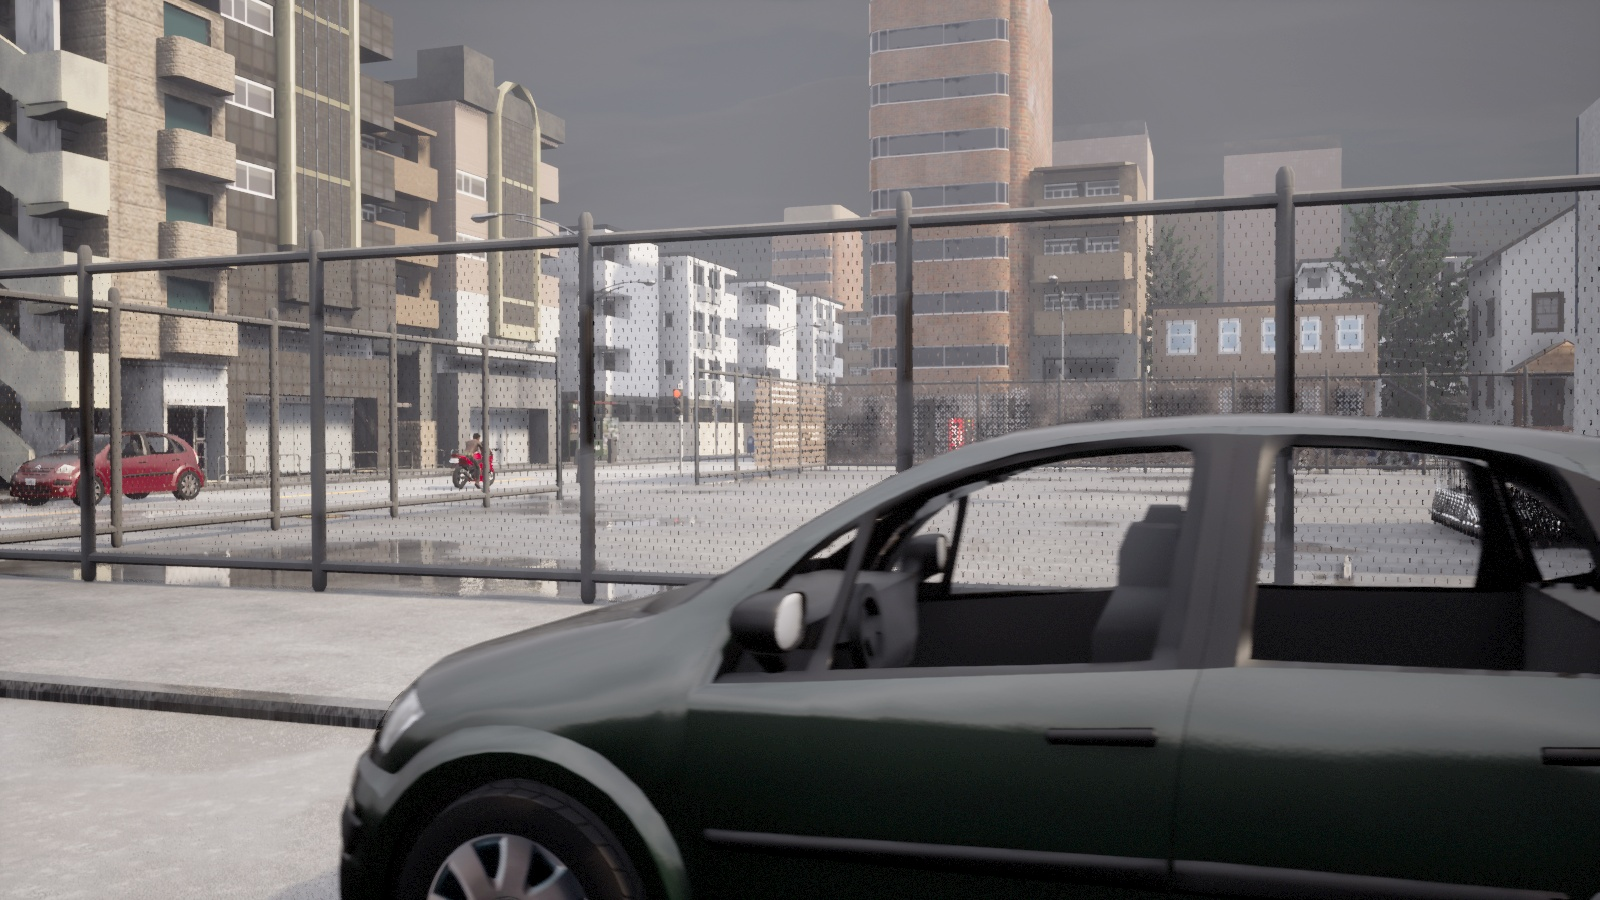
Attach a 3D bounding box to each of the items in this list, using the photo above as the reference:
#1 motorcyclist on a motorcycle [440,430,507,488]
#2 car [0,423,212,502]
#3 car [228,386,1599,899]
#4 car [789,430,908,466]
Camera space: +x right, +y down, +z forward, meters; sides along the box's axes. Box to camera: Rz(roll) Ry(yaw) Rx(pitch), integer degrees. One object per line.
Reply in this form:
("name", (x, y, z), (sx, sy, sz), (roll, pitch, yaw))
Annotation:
("motorcyclist on a motorcycle", (-8.945, 0.223, 34.468), (0.797, 1.523, 2.044), (1, 1, 19))
("car", (-15.348, 0.220, 27.950), (1.851, 1.617, 3.988), (1, 1, 18))
("car", (0.715, 0.672, 3.477), (3.988, 1.617, 1.851), (1, 1, 19))
("car", (2.122, -0.101, 55.714), (4.902, 1.511, 2.128), (1, 1, 33))
